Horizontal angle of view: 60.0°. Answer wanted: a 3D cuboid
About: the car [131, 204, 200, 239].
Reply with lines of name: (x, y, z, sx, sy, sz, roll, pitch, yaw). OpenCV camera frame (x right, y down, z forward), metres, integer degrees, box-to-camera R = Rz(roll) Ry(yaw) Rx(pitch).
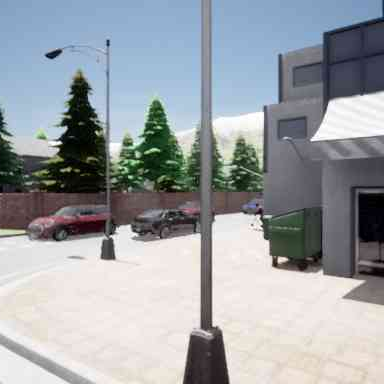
car: (-1.239, 1.673, 18.786, 1.837, 1.490, 4.892, 0, 0, 38)

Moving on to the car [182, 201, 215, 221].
car: (-0.064, 1.518, 26.423, 2.097, 1.767, 4.553, 0, 0, 35)

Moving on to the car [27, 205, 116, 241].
car: (-6.353, 1.518, 17.906, 2.097, 1.767, 4.553, 0, 0, 36)

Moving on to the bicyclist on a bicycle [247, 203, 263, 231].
bicyclist on a bicycle: (3.939, 1.472, 19.243, 1.656, 1.620, 0.582, 0, 0, 36)

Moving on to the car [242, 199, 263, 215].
car: (7.218, 1.519, 36.256, 2.097, 1.767, 4.553, 0, 0, 36)
